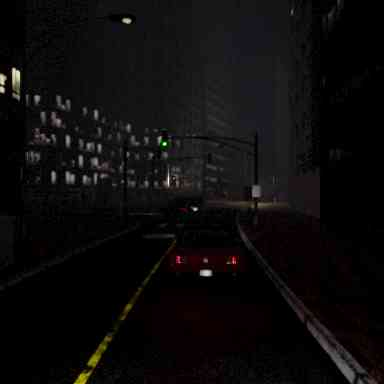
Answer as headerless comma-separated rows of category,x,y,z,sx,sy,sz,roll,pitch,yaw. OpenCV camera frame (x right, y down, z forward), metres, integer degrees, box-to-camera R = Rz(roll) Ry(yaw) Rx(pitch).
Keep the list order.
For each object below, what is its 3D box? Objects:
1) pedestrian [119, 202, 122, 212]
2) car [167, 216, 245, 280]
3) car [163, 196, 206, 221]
pedestrian,-7.557,1.530,35.183,0.500,1.100,0.500,0,0,20
car,0.438,1.655,10.136,1.895,1.301,4.718,0,0,3
car,-0.660,1.366,26.767,2.150,2.045,5.566,1,0,-20
